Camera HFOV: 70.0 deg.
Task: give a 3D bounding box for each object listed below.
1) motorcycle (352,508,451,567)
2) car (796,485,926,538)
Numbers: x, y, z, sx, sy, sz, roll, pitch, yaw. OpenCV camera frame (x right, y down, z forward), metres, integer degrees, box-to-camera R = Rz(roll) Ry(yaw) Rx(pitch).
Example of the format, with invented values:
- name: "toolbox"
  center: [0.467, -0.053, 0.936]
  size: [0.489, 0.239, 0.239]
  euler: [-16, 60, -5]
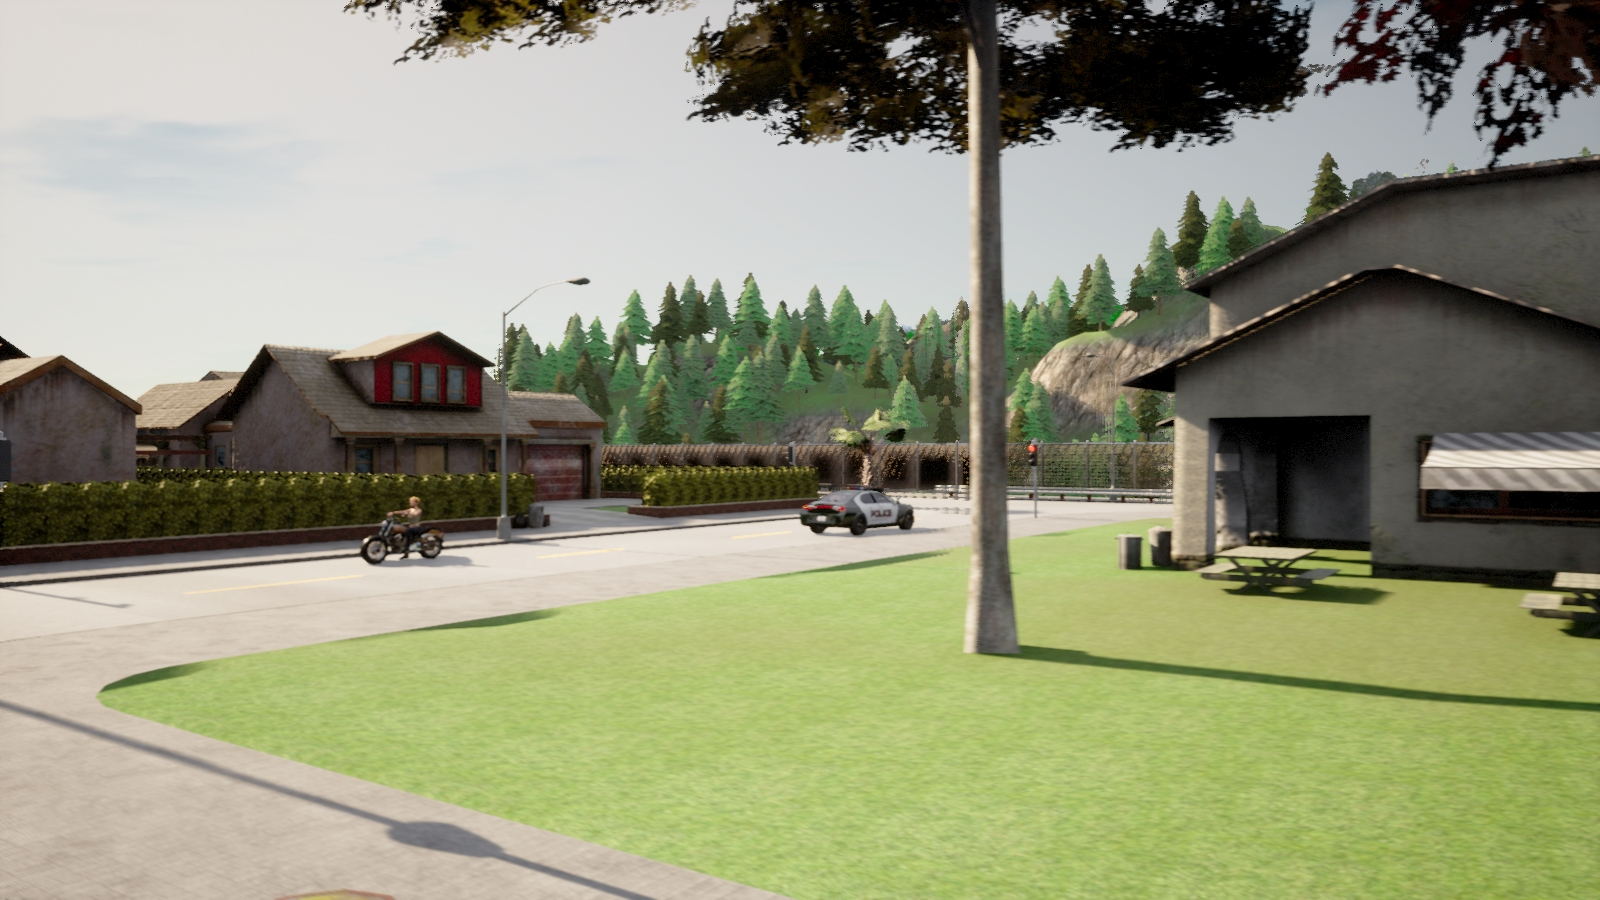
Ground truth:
- name: "motorcycle"
  center: [-10.050, 2.173, 28.899]
  size: [0.764, 1.307, 2.356]
  euler: [0, 0, 35]
- name: "car"
  center: [2.177, 2.053, 39.387]
  size: [2.038, 1.542, 4.974]
  euler: [0, 0, 37]
